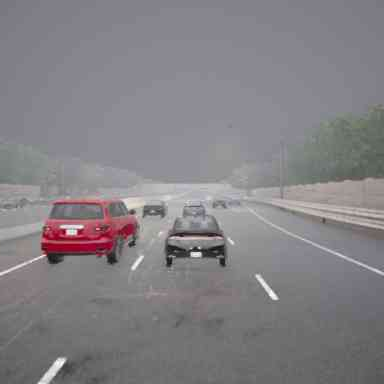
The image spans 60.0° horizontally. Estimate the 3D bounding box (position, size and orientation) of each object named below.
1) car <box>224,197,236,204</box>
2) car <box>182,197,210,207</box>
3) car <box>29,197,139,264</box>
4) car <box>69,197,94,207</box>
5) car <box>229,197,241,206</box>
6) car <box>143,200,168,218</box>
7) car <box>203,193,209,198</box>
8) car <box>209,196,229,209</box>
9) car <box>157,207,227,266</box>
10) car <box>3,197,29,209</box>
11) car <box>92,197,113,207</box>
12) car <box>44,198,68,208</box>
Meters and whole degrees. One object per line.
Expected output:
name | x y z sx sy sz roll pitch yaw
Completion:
car | 7.460 1.680 65.667 1.895 1.301 4.718 0 0 1
car | 0.197 1.503 28.919 2.128 1.511 4.902 0 0 0
car | -3.379 1.225 12.038 2.150 2.045 5.566 0 0 0
car | -17.268 1.529 52.295 2.128 1.511 4.902 0 0 1
car | 7.193 1.575 56.093 1.812 1.442 4.674 0 0 3
car | -3.294 1.490 30.465 1.882 1.535 5.008 0 0 0
car | 4.159 1.642 78.932 1.812 1.442 4.674 0 0 1
car | 3.741 1.526 46.984 1.837 1.490 4.892 0 0 1
car | 0.120 1.496 11.507 2.128 1.511 4.902 0 0 0
car | -23.652 1.529 45.015 1.837 1.490 4.892 0 0 -3
car | -13.781 1.562 51.457 1.812 1.442 4.674 0 0 1
car | -20.783 1.598 50.942 1.994 1.385 4.181 0 0 1
